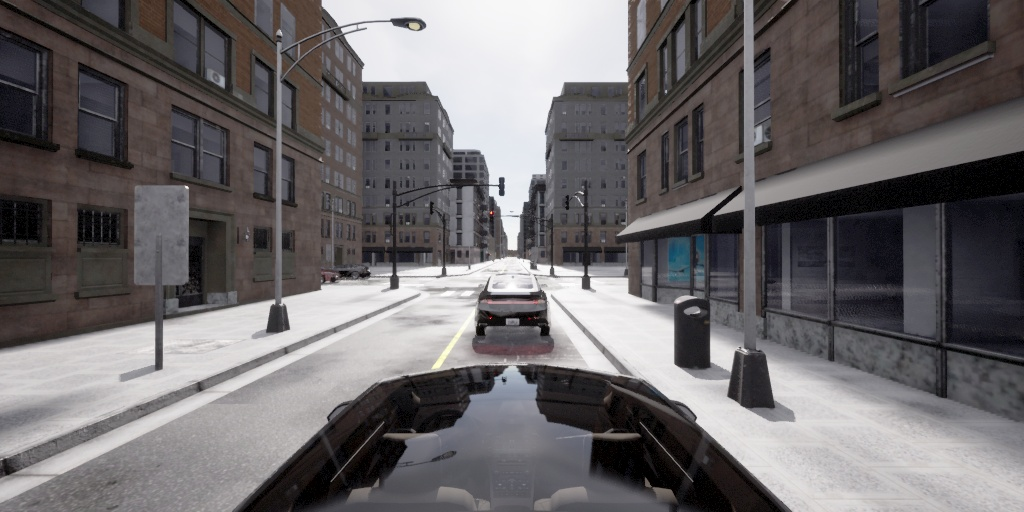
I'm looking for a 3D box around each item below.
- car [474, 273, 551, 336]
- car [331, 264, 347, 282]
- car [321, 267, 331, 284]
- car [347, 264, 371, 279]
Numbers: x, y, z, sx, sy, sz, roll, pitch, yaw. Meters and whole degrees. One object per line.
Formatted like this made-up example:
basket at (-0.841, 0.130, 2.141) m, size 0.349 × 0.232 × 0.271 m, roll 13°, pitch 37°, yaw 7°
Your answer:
car at (0.025, 1.242, 10.362) m, size 2.128 × 1.511 × 4.902 m, roll 0°, pitch 0°, yaw 0°
car at (-14.734, 1.300, 26.096) m, size 4.181 × 1.385 × 1.994 m, roll 0°, pitch 0°, yaw 0°
car at (-14.706, 1.289, 23.552) m, size 4.313 × 1.339 × 1.948 m, roll 0°, pitch 0°, yaw 0°
car at (-14.676, 1.330, 31.579) m, size 4.313 × 1.339 × 1.948 m, roll 0°, pitch 0°, yaw 0°
